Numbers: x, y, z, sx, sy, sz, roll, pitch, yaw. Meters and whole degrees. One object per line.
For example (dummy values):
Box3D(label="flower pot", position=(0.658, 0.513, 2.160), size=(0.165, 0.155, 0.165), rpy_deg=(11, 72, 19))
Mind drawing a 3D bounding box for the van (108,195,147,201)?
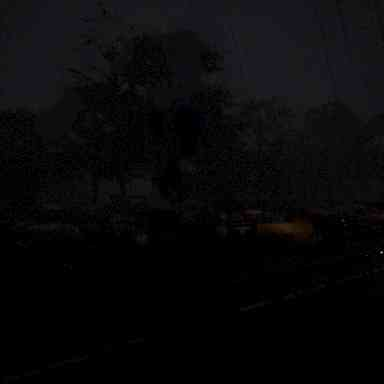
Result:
Box3D(label="van", position=(-5.008, 1.197, 24.847), size=(1.878, 1.987, 4.442), rpy_deg=(0, 0, -35))

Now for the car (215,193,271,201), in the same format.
Box3D(label="car", position=(4.207, 1.125, 31.226), size=(2.435, 2.045, 5.566), rpy_deg=(0, 0, -35))

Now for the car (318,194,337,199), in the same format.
Box3D(label="car", position=(13.216, 1.330, 37.678), size=(2.097, 1.535, 5.008), rpy_deg=(0, 0, -35))

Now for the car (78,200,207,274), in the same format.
Box3D(label="car", position=(-1.853, 1.322, 10.856), size=(2.185, 1.767, 4.553), rpy_deg=(0, 0, -35))

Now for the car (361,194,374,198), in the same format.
Box3D(label="car", position=(19.865, 1.346, 42.438), size=(2.163, 1.488, 4.792), rpy_deg=(0, 0, -35))

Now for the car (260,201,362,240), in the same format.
Box3D(label="car", position=(4.919, 1.414, 15.706), size=(2.231, 1.521, 4.892), rpy_deg=(0, 0, -35))

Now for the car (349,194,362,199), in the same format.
Box3D(label="car", position=(17.714, 1.345, 40.908), size=(2.163, 1.488, 4.792), rpy_deg=(0, 0, -35))

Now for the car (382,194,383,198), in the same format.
Box3D(label="car", position=(24.514, 1.363, 45.676), size=(2.163, 1.488, 4.792), rpy_deg=(0, 0, -35))

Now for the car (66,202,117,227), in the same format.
Box3D(label="car", position=(-7.092, 1.474, 23.217), size=(2.002, 1.452, 4.674), rpy_deg=(0, 0, -35))

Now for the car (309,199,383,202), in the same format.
Box3D(label="car", position=(9.546, 1.387, 18.779), size=(1.946, 1.575, 5.366), rpy_deg=(0, 0, -35))

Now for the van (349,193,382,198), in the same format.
Box3D(label="van", position=(22.072, 1.097, 44.117), size=(1.878, 1.987, 4.442), rpy_deg=(0, 0, -35))

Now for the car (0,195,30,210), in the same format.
Box3D(label="car", position=(-11.695, 1.206, 19.910), size=(2.435, 2.045, 5.566), rpy_deg=(0, 0, -35))

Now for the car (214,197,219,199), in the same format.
Box3D(label="car", position=(-0.320, 1.399, 28.032), size=(2.097, 1.535, 5.008), rpy_deg=(0, 0, -35))

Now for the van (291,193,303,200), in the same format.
Box3D(label="van", position=(8.772, 1.127, 34.366), size=(1.878, 1.987, 4.442), rpy_deg=(0, 0, -35))

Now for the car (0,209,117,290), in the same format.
Box3D(label="car", position=(-4.130, 1.459, 9.268), size=(2.097, 1.535, 5.008), rpy_deg=(0, 0, -35))

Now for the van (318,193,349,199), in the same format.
Box3D(label="van", position=(15.551, 1.095, 39.200), size=(1.878, 1.987, 4.442), rpy_deg=(0, 0, -36))

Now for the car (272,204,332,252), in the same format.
Box3D(label="car", position=(2.761, 1.422, 13.950), size=(1.946, 1.575, 5.366), rpy_deg=(0, 0, -35))

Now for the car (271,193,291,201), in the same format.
Box3D(label="car", position=(6.464, 1.113, 32.832), size=(2.435, 2.045, 5.566), rpy_deg=(0, 0, -35))

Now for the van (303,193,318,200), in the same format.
Box3D(label="van", position=(10.894, 1.116, 36.162), size=(1.878, 1.987, 4.442), rpy_deg=(0, 0, -35))

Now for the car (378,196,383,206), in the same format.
Box3D(label="car", position=(31.375, 1.368, 50.365), size=(1.946, 1.575, 5.366), rpy_deg=(0, 0, -35))

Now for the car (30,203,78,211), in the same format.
Box3D(label="car", position=(-9.348, 1.445, 21.608), size=(2.097, 1.535, 5.008), rpy_deg=(0, 0, -35))

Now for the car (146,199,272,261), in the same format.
Box3D(label="car", position=(0.409, 1.311, 12.466), size=(2.185, 1.767, 4.553), rpy_deg=(0, 0, -35))

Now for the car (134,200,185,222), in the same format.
Box3D(label="car", position=(-2.683, 1.451, 26.361), size=(2.002, 1.452, 4.674), rpy_deg=(0, 0, -35))

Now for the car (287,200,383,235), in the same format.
Box3D(label="car", position=(7.173, 1.402, 17.326), size=(2.231, 1.521, 4.892), rpy_deg=(0, 0, -35))
